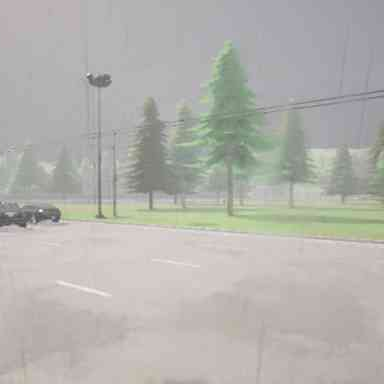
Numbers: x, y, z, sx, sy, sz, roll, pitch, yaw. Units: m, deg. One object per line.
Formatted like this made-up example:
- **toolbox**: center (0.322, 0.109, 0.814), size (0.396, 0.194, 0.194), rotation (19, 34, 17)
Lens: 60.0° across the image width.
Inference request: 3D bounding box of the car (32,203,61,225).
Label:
- **car**: center (-12.004, 1.622, 25.449), size (4.892, 1.490, 1.837), rotation (-1, 0, 35)

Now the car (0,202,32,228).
- **car**: center (-12.843, 1.463, 21.747), size (4.553, 1.767, 2.097), rotation (0, 0, 35)
